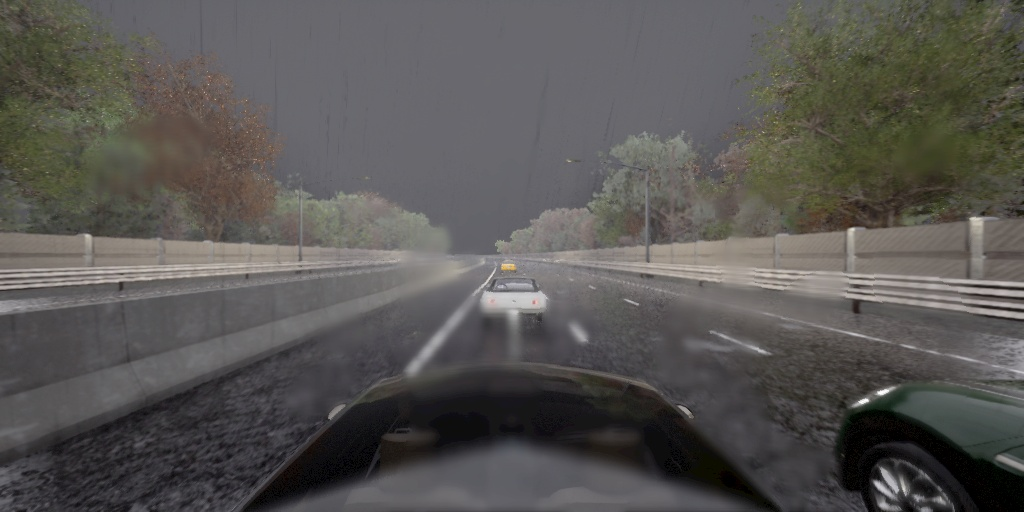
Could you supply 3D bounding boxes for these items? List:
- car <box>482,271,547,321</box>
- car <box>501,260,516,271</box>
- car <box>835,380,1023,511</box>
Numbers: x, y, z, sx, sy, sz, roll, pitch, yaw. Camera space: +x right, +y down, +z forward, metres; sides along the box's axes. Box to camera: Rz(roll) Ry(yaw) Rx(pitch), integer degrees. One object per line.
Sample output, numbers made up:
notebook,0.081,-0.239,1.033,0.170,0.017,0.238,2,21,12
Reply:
car,0.060,1.355,12.420,1.895,1.301,4.718,0,0,0
car,-0.430,1.222,44.632,1.801,1.575,5.366,0,0,-1
car,3.590,1.101,0.910,2.097,1.767,4.553,0,0,0
